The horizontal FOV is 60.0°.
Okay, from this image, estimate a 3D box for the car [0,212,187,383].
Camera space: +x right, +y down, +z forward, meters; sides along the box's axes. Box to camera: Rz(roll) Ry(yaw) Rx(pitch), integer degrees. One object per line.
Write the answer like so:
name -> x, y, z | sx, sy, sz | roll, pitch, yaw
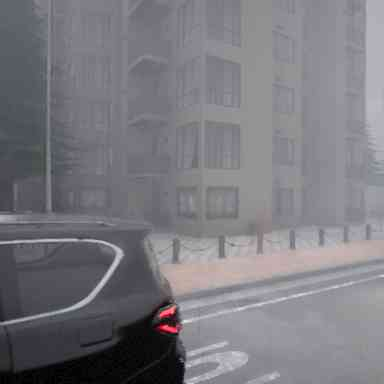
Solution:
car -> -2.696, 1.212, 2.263 | 5.566, 2.045, 2.150 | 1, 0, -32
